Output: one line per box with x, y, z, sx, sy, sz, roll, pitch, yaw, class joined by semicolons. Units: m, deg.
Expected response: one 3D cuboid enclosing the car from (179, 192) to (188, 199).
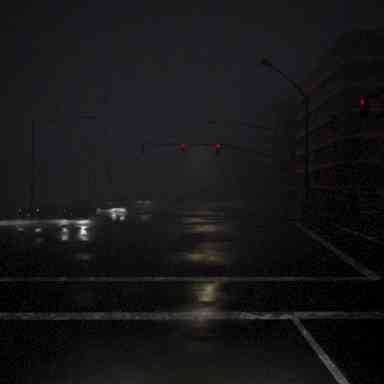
-1.882;0.740;75.897;2.033;1.411;5.357;0;1;1;car

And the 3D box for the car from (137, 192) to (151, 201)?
-9.086;0.752;63.468;2.097;1.767;4.553;0;1;1;car

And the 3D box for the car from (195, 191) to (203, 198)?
1.616;0.607;75.807;1.837;1.490;4.892;0;1;1;car

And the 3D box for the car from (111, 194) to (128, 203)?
-12.684;1.057;58.167;1.994;1.385;4.181;0;1;1;car

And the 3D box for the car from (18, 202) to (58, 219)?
-13.111;1.535;28.991;1.895;1.301;4.718;0;0;2;car

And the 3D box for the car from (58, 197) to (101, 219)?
-9.510;1.463;28.555;1.812;1.442;4.674;0;0;-1;car

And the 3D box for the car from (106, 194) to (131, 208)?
-9.384;1.230;44.267;2.128;1.511;4.902;0;1;1;car

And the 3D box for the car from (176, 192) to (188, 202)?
-1.972;0.991;60.931;2.033;1.411;5.357;0;1;1;car

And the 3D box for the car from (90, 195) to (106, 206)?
-12.882;1.213;44.475;1.882;1.535;5.008;0;1;1;car

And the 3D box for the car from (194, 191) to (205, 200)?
1.489;0.710;65.761;2.097;1.767;4.553;0;1;1;car
